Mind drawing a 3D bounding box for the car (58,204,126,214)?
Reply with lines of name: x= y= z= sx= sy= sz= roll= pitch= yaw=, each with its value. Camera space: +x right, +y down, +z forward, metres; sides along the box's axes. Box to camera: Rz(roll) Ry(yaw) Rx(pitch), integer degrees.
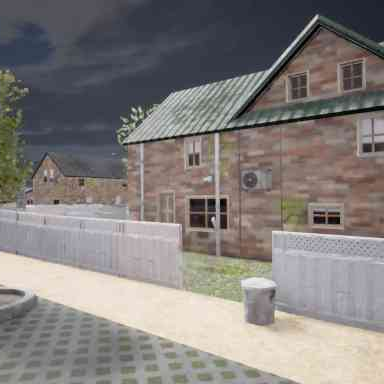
car: x=-7.749 y=1.875 z=25.372 sx=1.882 sy=1.535 sz=5.008 roll=-1 pitch=-2 yaw=35
